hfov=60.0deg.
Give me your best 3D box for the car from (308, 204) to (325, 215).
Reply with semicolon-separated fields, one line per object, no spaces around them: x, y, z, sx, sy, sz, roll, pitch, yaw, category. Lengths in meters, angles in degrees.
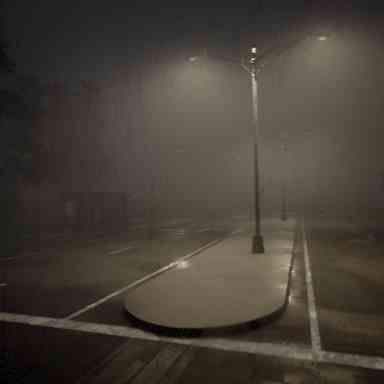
16.857;2.337;45.144;1.994;1.385;4.181;-1;-1;19;car
